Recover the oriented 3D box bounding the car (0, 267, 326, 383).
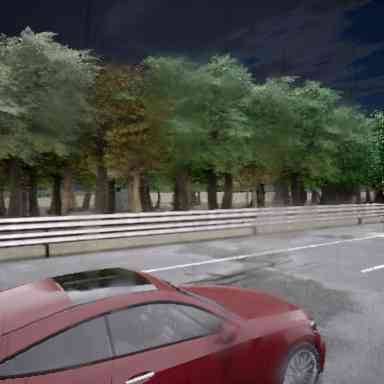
[{"bbox_3d":[-0.653,1.524,3.271,4.674,1.442,1.812,0,0,-35],"label":"car"}]
